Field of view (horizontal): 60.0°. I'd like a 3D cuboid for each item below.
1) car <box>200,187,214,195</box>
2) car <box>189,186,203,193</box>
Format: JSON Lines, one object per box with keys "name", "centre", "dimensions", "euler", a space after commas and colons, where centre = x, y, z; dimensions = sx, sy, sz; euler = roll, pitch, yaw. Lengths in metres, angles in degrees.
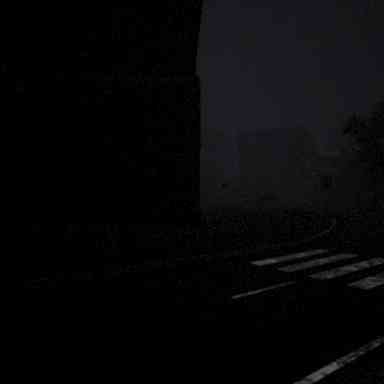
{"name": "car", "centre": [3.469, -0.306, 69.114], "dimensions": [2.231, 1.521, 4.892], "euler": [5, 2, 11]}
{"name": "car", "centre": [0.882, -0.558, 70.696], "dimensions": [2.002, 1.452, 4.674], "euler": [6, 2, 11]}
